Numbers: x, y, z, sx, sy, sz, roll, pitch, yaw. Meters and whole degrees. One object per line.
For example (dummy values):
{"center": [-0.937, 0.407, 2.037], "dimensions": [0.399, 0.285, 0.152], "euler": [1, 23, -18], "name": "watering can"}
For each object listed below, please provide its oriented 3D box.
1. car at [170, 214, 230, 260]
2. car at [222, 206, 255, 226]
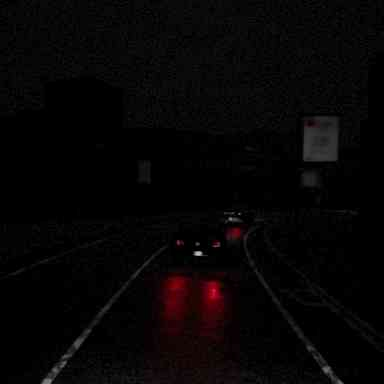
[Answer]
{"center": [0.429, 1.754, 13.095], "dimensions": [1.895, 1.301, 4.718], "euler": [0, -1, 6], "name": "car"}
{"center": [3.882, 1.871, 27.390], "dimensions": [2.128, 1.511, 4.902], "euler": [2, 0, 22], "name": "car"}
